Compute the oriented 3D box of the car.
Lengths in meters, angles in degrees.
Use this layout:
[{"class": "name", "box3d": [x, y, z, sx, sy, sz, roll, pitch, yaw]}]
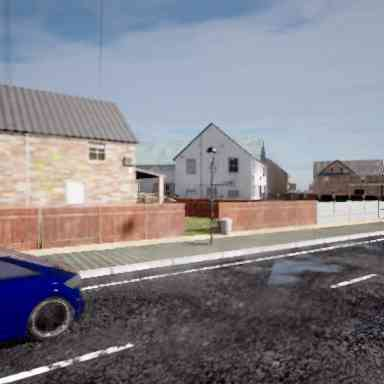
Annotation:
[{"class": "car", "box3d": [-3.799, 1.563, 4.967, 4.181, 1.385, 1.994, 0, 0, -36]}]
